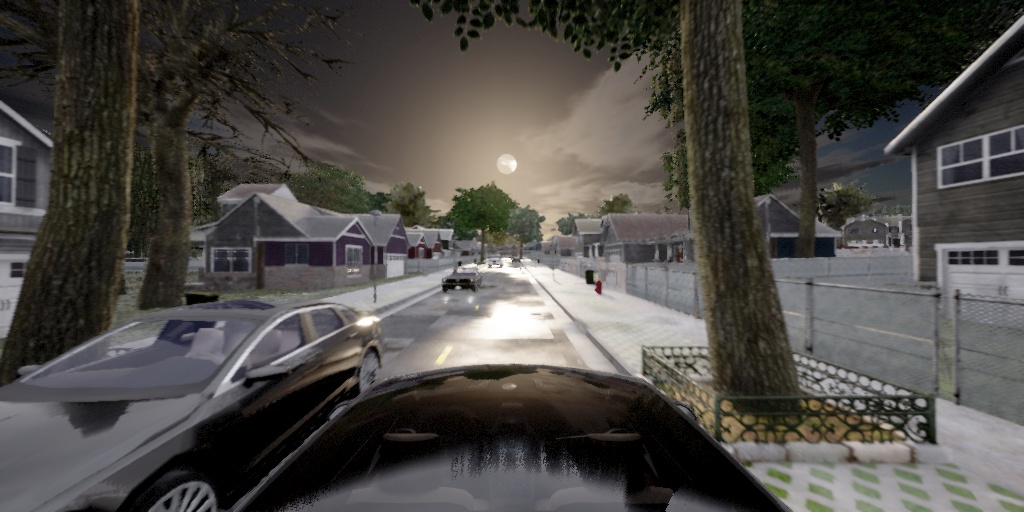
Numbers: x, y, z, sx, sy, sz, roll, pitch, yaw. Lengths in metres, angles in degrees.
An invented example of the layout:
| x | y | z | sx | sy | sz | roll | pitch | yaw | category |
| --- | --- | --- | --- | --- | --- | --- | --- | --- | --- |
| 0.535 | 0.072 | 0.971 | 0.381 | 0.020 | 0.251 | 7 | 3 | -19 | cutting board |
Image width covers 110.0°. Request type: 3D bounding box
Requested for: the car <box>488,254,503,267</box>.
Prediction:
| x | y | z | sx | sy | sz | roll | pitch | yaw | category |
| --- | --- | --- | --- | --- | --- | --- | --- | --- | --- |
| -2.688 | 0.763 | 58.240 | 2.150 | 2.045 | 5.566 | 0 | 0 | 1 | car |

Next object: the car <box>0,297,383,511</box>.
| x | y | z | sx | sy | sz | roll | pitch | yaw | category |
| --- | --- | --- | --- | --- | --- | --- | --- | --- | --- |
| -2.849 | 1.238 | 3.533 | 2.128 | 1.511 | 4.902 | 0 | 0 | 0 | car |

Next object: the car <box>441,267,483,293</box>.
| x | y | z | sx | sy | sz | roll | pitch | yaw | category |
| --- | --- | --- | --- | --- | --- | --- | --- | --- | --- |
| -2.783 | 1.334 | 20.736 | 1.895 | 1.301 | 4.718 | 0 | 0 | 0 | car |
